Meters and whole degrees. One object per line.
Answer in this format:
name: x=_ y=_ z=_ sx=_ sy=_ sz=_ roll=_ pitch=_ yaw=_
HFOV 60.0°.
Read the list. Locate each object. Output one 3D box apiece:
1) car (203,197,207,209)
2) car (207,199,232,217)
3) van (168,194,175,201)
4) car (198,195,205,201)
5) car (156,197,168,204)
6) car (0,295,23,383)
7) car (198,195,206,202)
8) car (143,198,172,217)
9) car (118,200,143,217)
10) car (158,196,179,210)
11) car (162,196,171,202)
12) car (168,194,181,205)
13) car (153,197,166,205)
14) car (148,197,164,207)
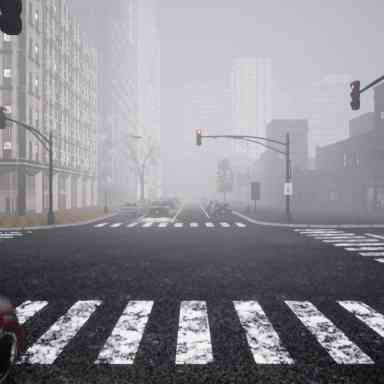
car: x=2.667 y=1.598 z=41.943 sx=1.802 sy=1.307 sz=4.206 roll=0 pitch=0 yaw=0
car: x=2.674 y=1.554 z=30.860 sx=1.887 sy=1.381 sz=4.507 roll=0 pitch=0 yaw=0
van: x=-5.743 y=1.414 z=91.805 sx=1.690 sy=1.788 sz=3.998 roll=0 pitch=0 yaw=0
car: x=2.637 y=1.639 z=91.810 sx=1.947 sy=1.339 sz=4.313 roll=0 pitch=0 yaw=0
car: x=-5.727 y=1.600 z=64.101 sx=1.947 sy=1.339 sz=4.313 roll=0 pitch=0 yaw=0
car: x=-3.101 y=1.564 z=2.439 sx=1.994 sy=1.385 sz=4.181 roll=0 pitch=0 yaw=0
car: x=2.647 y=1.600 z=75.187 sx=2.008 sy=1.369 sz=4.403 roll=0 pitch=0 yaw=0
car: x=-3.136 y=1.573 z=31.036 sx=1.994 sy=1.385 sz=4.181 roll=0 pitch=0 yaw=-2
car: x=-5.707 y=1.591 z=30.855 sx=1.802 sy=1.307 sz=4.206 roll=0 pitch=0 yaw=0
car: x=-3.121 y=1.580 z=42.654 sx=1.994 sy=1.385 sz=4.181 roll=0 pitch=0 yaw=0
car: x=-5.734 y=1.631 z=75.181 sx=1.802 sy=1.307 sz=4.206 roll=0 pitch=0 yaw=0
car: x=-3.070 y=1.509 z=61.337 sx=1.882 sy=1.535 sz=5.008 roll=0 pitch=0 yaw=0
car: x=-5.724 y=1.594 z=58.559 sx=1.947 sy=1.339 sz=4.313 roll=0 pitch=0 yaw=0
car: x=-5.720 y=1.575 z=53.019 sx=2.008 sy=1.369 sz=4.403 roll=0 pitch=0 yaw=0
